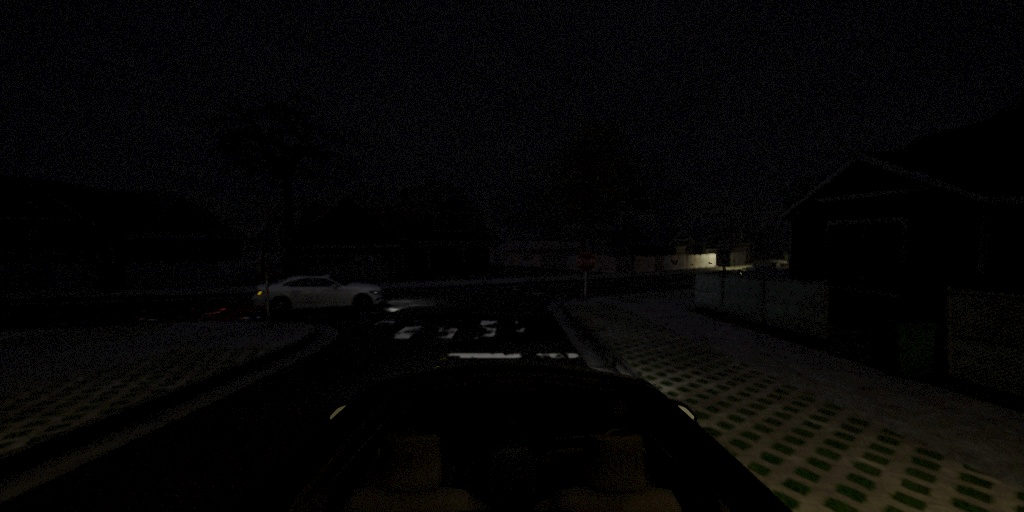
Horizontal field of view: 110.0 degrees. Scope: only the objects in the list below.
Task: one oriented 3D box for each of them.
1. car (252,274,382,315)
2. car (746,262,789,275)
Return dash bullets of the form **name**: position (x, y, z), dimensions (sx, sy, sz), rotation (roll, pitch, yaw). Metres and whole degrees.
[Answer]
- **car**: position (-7.818, 1.461, 14.730), dimensions (4.674, 1.442, 1.812), rotation (0, 3, -22)
- **car**: position (22.316, 1.181, 31.128), dimensions (4.718, 1.301, 1.895), rotation (-1, 3, -36)
